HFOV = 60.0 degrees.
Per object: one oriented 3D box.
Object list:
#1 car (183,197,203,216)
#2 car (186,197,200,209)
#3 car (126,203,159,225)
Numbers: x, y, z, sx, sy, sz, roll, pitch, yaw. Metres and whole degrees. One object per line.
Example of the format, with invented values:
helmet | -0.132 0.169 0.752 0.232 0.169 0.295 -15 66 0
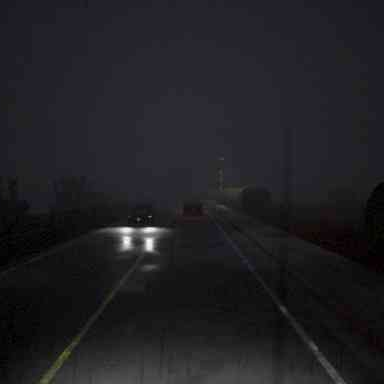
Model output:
car | 0.108 1.496 32.795 1.882 1.535 5.008 0 0 0
car | 0.107 1.532 47.476 1.837 1.490 4.892 0 0 0
car | -3.493 1.554 24.164 1.837 1.490 4.892 0 0 0
